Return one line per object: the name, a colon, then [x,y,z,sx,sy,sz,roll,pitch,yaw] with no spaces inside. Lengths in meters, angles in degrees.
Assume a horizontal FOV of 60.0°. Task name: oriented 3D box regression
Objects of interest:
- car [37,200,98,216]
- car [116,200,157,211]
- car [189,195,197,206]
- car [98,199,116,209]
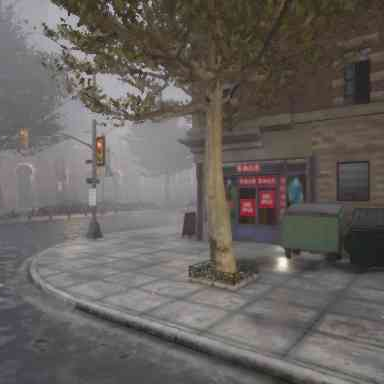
car: [-12.510,1.547,33.172,2.033,1.411,5.357,0,0,36]
car: [-6.608,1.601,41.251,1.895,1.301,4.718,0,0,36]
car: [1.831,1.223,52.767,2.150,2.045,5.566,0,0,36]
car: [-12.005,1.595,45.138,1.895,1.301,4.718,0,0,36]
